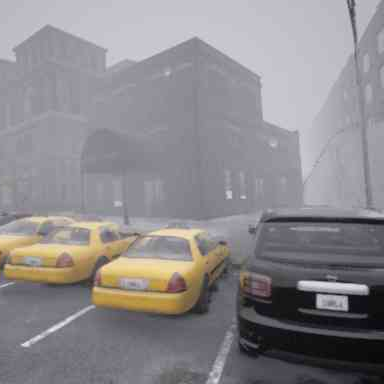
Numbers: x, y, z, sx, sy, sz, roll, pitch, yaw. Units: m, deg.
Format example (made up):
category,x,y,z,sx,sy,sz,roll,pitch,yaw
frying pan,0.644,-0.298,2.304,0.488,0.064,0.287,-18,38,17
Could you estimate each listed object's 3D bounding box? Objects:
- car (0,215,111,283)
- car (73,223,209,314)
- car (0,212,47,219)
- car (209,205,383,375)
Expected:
category,x,y,z,sx,sy,sz,roll,pitch,yaw
car,-2.688,1.494,9.566,1.946,1.575,5.366,0,-1,16
car,-0.254,1.491,7.827,1.946,1.575,5.366,0,-1,16
car,-5.219,1.496,10.953,1.946,1.575,5.366,0,-1,16
car,2.137,1.245,5.937,2.435,2.045,5.566,0,-1,16
